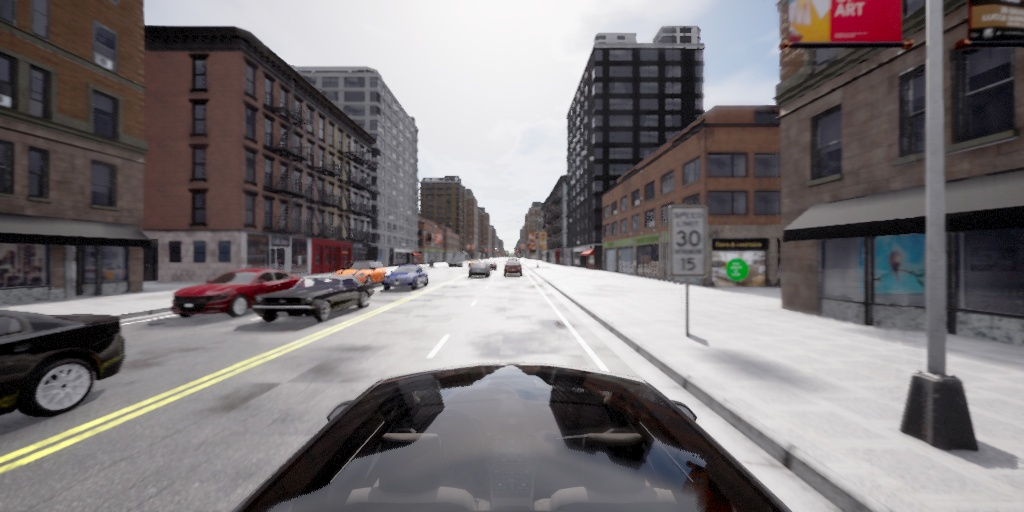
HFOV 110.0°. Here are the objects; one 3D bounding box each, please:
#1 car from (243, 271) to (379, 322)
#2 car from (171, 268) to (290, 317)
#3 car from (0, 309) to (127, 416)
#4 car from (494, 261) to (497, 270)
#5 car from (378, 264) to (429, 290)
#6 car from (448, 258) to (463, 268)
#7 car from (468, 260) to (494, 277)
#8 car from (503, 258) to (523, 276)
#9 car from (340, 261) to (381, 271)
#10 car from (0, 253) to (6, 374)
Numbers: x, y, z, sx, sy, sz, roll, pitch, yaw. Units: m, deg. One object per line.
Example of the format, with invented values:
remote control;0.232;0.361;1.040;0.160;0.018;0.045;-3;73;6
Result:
car;-6.561;1.354;12.469;1.895;1.301;4.718;0;0;0
car;-9.804;1.231;13.387;1.882;1.535;5.008;0;0;0
car;-6.588;1.228;3.109;1.882;1.535;5.008;0;0;-1
car;-3.129;1.362;52.394;1.895;1.301;4.718;0;0;0
car;-6.490;1.281;22.550;1.812;1.442;4.674;0;0;0
car;-9.724;1.182;62.138;2.097;1.767;4.553;0;0;0
car;-3.134;1.322;35.308;1.994;1.385;4.181;0;0;0
car;0.117;1.235;38.003;1.882;1.535;5.008;0;0;0
car;-9.740;1.107;23.308;2.097;1.767;4.553;0;0;0
car;-9.818;0.972;3.387;2.150;2.045;5.566;0;0;2
